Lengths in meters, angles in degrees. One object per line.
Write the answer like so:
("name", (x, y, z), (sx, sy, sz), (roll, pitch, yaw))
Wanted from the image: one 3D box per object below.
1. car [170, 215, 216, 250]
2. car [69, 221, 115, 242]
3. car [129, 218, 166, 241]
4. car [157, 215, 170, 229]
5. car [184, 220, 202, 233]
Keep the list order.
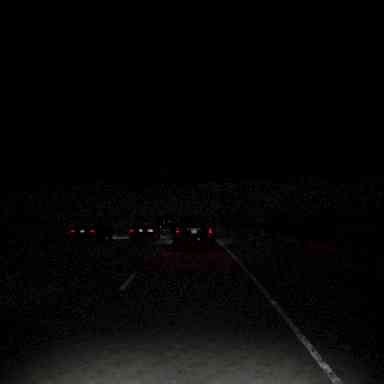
("car", (0.105, 2.090, 18.080), (2.097, 1.767, 4.553), (0, -4, 0))
("car", (-6.895, 2.719, 23.420), (2.033, 1.411, 5.357), (0, -5, 0))
("car", (-3.394, 2.815, 24.603), (2.033, 1.411, 5.357), (0, -5, 0))
("car", (-3.391, 3.947, 42.510), (2.150, 2.045, 5.566), (0, -5, 0))
("car", (0.109, 3.952, 38.350), (1.994, 1.385, 4.181), (0, -5, 0))
